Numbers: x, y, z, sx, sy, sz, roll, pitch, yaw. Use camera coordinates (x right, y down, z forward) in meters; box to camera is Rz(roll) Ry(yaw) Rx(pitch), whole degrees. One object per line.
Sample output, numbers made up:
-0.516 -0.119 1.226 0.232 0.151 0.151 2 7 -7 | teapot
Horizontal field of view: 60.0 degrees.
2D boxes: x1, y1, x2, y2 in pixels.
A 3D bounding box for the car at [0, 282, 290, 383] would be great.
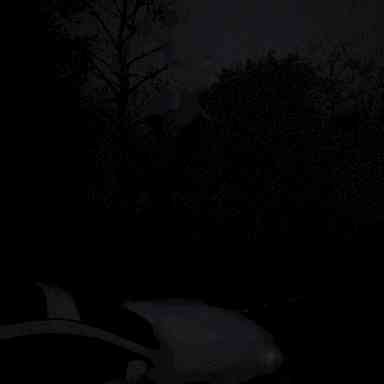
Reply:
-1.304 1.525 2.648 4.674 1.442 1.812 0 0 -32 | car
